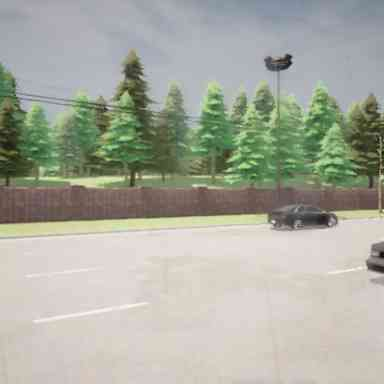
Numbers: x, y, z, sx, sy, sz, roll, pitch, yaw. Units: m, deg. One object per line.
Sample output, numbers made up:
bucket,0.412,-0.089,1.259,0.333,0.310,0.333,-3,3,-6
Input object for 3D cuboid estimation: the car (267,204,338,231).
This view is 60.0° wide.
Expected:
car,6.898,1.493,20.597,4.892,1.490,1.837,0,0,-28

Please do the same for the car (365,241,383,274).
car,6.943,1.548,8.746,5.357,1.411,2.033,0,0,-28
